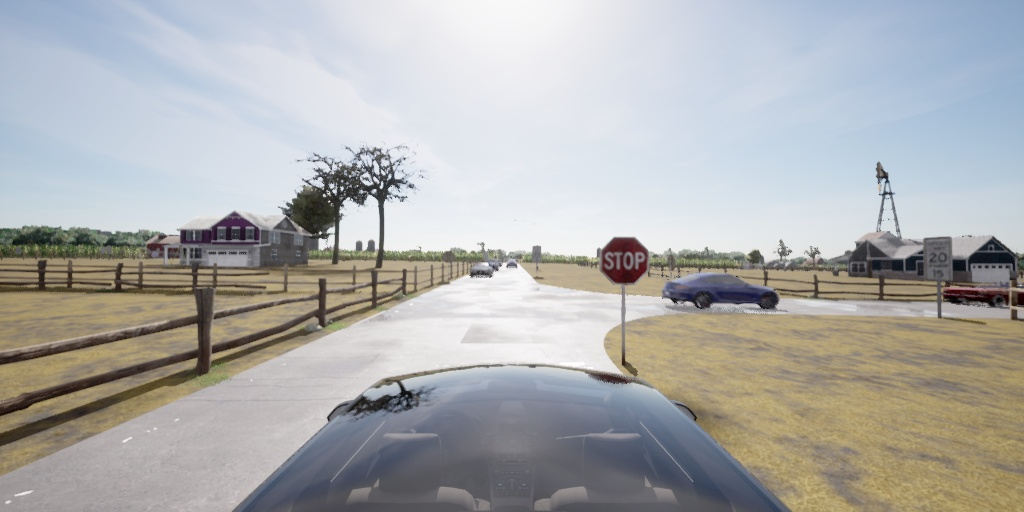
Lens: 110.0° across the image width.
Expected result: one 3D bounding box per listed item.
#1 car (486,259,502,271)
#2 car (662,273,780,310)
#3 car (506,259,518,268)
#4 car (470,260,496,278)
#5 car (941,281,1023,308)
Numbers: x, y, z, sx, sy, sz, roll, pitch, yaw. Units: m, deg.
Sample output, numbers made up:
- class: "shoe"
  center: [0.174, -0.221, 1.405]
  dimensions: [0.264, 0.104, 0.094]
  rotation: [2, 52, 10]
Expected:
- class: "car"
  center: [-2.852, 1.151, 48.586]
  dimensions: [2.097, 1.767, 4.553]
  rotation: [0, -1, 0]
- class: "car"
  center: [8.823, 1.462, 15.316]
  dimensions: [4.674, 1.442, 1.812]
  rotation: [1, -2, -6]
- class: "car"
  center: [-0.013, 1.368, 62.401]
  dimensions: [1.812, 1.442, 4.674]
  rotation: [0, 0, 0]
- class: "car"
  center: [-2.855, 1.325, 34.426]
  dimensions: [1.994, 1.385, 4.181]
  rotation: [0, 0, 0]
- class: "car"
  center: [25.163, 1.935, 18.298]
  dimensions: [4.718, 1.301, 1.895]
  rotation: [1, -1, 0]
